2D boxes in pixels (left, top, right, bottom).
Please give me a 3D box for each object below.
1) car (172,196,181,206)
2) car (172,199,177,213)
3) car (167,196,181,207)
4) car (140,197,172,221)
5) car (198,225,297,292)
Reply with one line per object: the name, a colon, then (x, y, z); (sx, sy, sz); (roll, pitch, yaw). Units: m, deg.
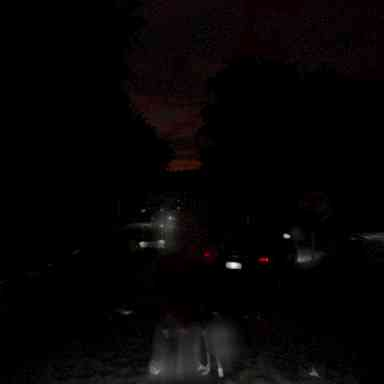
car: (-3.080, 1.680, 47.481); (2.128, 1.511, 4.902); (0, 0, 0)
car: (-3.086, 1.770, 37.680); (1.895, 1.301, 4.718); (0, 0, 0)
car: (-3.038, 1.547, 57.774); (2.097, 1.767, 4.553); (0, 0, 0)
car: (-3.071, 1.480, 28.210); (2.097, 1.767, 4.553); (1, 0, 0)
car: (1.708, 1.620, 9.284); (1.994, 1.385, 4.181); (0, 0, 23)
